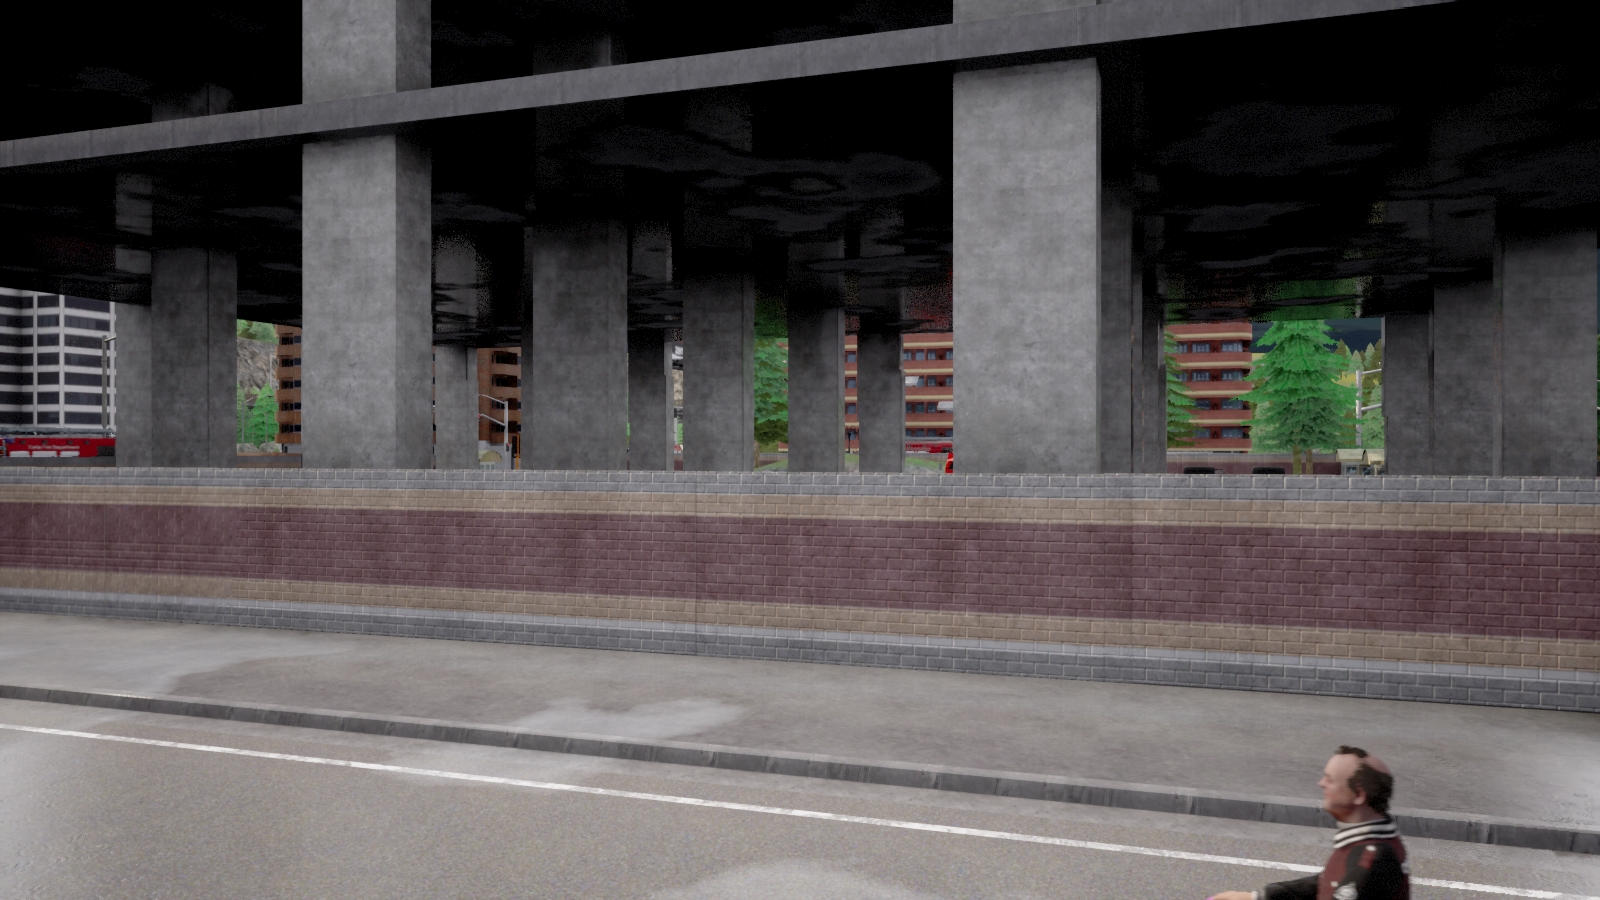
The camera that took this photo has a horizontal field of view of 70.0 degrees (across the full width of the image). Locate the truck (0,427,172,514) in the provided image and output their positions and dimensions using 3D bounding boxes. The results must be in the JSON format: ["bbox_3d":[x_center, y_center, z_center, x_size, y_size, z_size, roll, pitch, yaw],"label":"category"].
[{"bbox_3d":[-34.758,0.890,54.700,2.891,3.827,8.468,0,0,20],"label":"truck"}]

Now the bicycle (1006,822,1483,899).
[{"bbox_3d":[1.663,2.160,4.069,1.835,1.271,0.329,0,0,30],"label":"bicycle"}]
